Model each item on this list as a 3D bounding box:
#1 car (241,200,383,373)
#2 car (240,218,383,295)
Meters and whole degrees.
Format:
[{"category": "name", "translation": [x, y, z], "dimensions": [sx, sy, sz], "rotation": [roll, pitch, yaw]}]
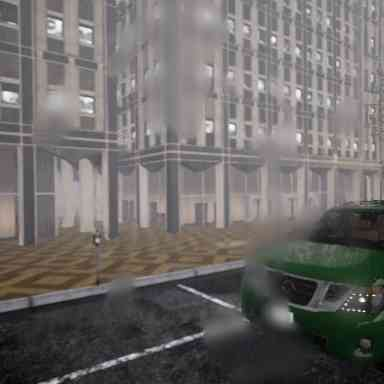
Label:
[{"category": "car", "translation": [3.396, 1.192, 5.804], "dimensions": [5.566, 2.045, 2.150], "rotation": [0, 0, -36]}, {"category": "car", "translation": [3.578, 1.527, 9.126], "dimensions": [4.313, 1.339, 1.947], "rotation": [0, 0, -36]}]
